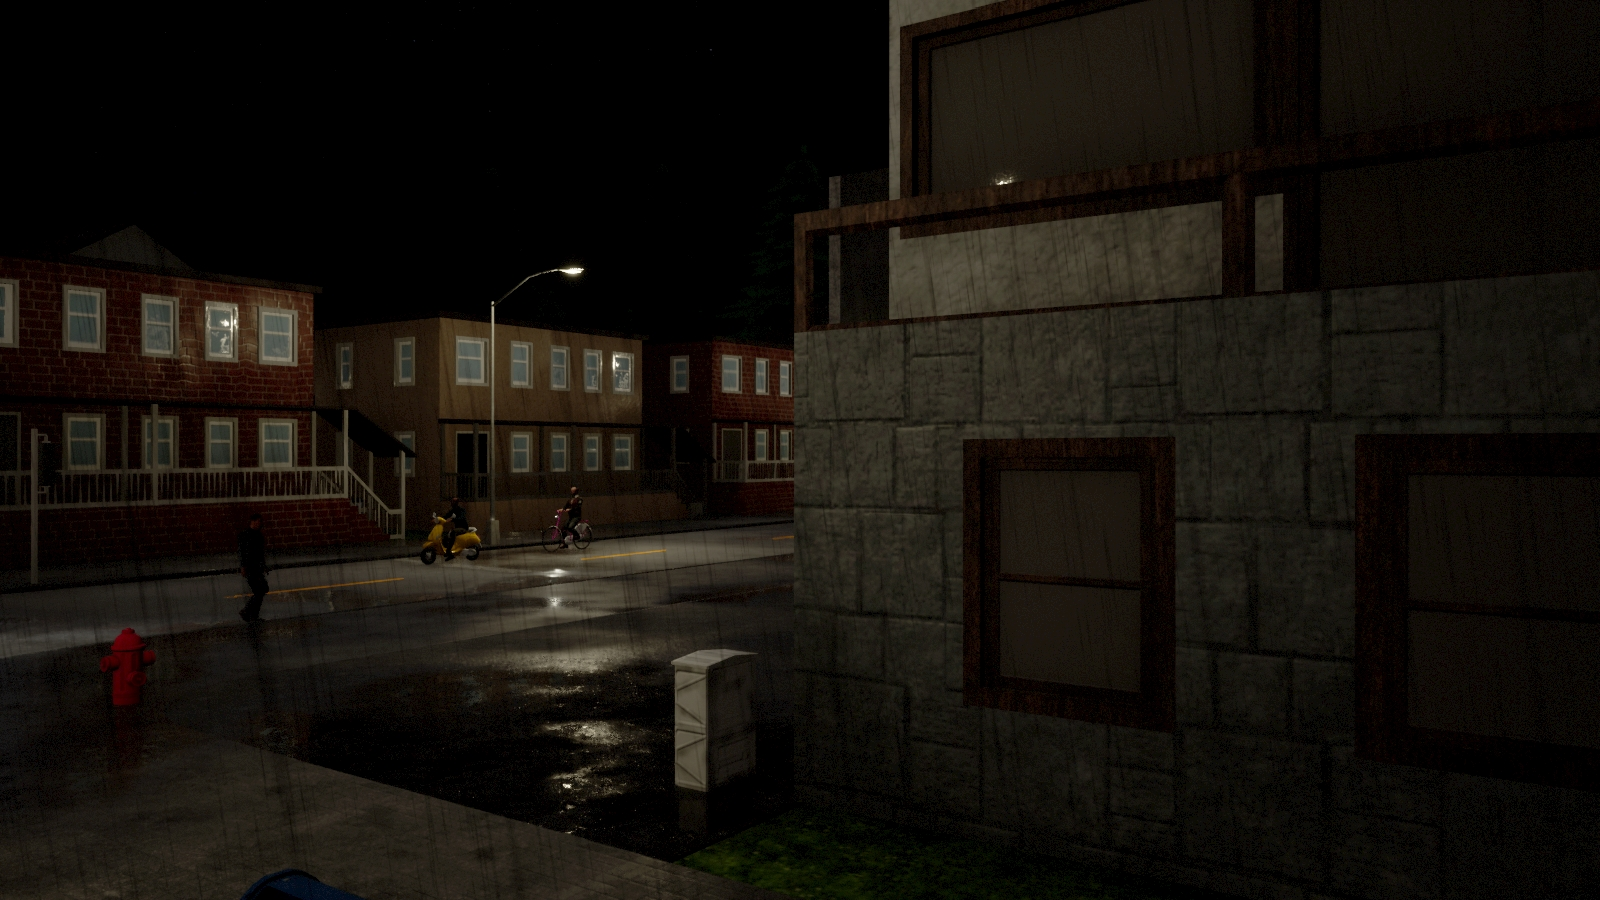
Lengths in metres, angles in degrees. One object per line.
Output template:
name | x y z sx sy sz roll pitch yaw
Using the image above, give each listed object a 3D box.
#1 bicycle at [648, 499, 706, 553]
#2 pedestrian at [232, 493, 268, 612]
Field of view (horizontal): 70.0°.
bicycle | -3.119 1.932 29.174 0.329 1.271 1.835 0 0 35
pedestrian | -8.759 1.621 18.187 0.375 1.860 0.375 0 0 7
